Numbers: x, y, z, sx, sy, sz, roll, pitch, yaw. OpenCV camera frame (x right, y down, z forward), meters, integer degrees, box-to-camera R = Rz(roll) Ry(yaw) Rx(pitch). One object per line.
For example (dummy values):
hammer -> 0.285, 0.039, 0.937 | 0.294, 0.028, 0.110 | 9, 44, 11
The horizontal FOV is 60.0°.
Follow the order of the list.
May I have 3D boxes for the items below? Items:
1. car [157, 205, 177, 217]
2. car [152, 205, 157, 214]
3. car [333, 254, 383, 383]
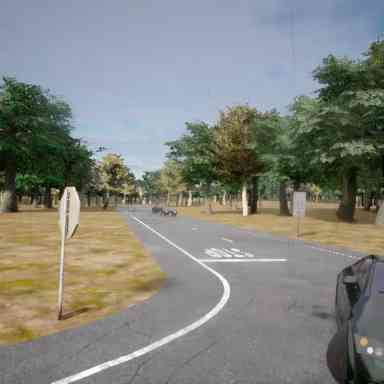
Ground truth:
car -> -3.470, 2.851, 48.049 | 1.895, 1.301, 4.718 | 3, -2, -13
car -> -5.728, 2.962, 56.896 | 1.882, 1.535, 5.008 | 3, -2, -14
car -> 3.124, 1.643, 4.647 | 1.994, 1.385, 4.181 | 1, -1, 22
